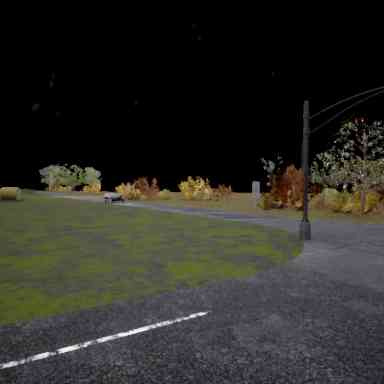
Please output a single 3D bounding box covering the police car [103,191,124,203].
[{"bbox_3d":[-11.718,0.743,49.673,1.930,1.638,5.238,1,0,-32],"label":"police car"}]
